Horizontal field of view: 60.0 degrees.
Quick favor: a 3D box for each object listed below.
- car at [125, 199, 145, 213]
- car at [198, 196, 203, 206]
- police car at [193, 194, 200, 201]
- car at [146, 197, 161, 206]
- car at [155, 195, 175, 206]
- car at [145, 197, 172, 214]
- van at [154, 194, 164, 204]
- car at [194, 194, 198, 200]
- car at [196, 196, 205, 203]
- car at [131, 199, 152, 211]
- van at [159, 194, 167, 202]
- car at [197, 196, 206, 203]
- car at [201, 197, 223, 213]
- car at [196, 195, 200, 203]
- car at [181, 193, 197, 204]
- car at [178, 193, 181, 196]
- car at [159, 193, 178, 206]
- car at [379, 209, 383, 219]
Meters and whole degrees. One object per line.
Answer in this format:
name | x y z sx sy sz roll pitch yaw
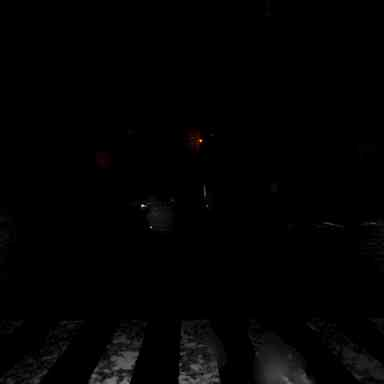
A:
car | -6.156 1.556 36.330 2.008 1.369 4.403 0 0 -1
car | 2.210 1.554 47.339 1.887 1.381 4.507 0 0 -1
police car | 1.185 1.464 90.628 1.930 1.638 5.238 0 0 -1
car | -6.441 1.579 55.892 1.947 1.339 4.313 0 0 -1
car | -3.592 1.485 43.548 1.882 1.535 5.008 0 0 -1
car | -3.473 1.569 34.735 1.994 1.385 4.181 0 0 -2
van | -6.599 1.361 66.717 1.690 1.788 3.998 0 0 -1
car | 1.987 1.567 62.654 2.008 1.369 4.403 0 0 -1
car | 1.833 1.590 73.231 1.947 1.339 4.313 0 0 -1
car | -6.229 1.558 41.322 2.008 1.369 4.403 0 0 -1
van | -6.757 1.369 77.543 1.690 1.788 3.998 0 0 -1
car | 1.907 1.546 68.112 1.752 1.417 4.829 0 0 -1
car | 2.369 1.556 36.451 2.008 1.369 4.403 0 0 -1
car | 2.131 1.562 52.783 2.008 1.369 4.403 0 0 -1
car | -0.706 1.510 64.903 2.128 1.511 4.902 0 0 -1
car | -3.850 1.508 65.381 2.128 1.511 4.902 0 0 0
car | -3.733 1.364 53.704 2.097 1.767 4.553 0 0 -1
car | 14.608 1.304 21.105 4.718 1.301 1.895 -1 0 -1
